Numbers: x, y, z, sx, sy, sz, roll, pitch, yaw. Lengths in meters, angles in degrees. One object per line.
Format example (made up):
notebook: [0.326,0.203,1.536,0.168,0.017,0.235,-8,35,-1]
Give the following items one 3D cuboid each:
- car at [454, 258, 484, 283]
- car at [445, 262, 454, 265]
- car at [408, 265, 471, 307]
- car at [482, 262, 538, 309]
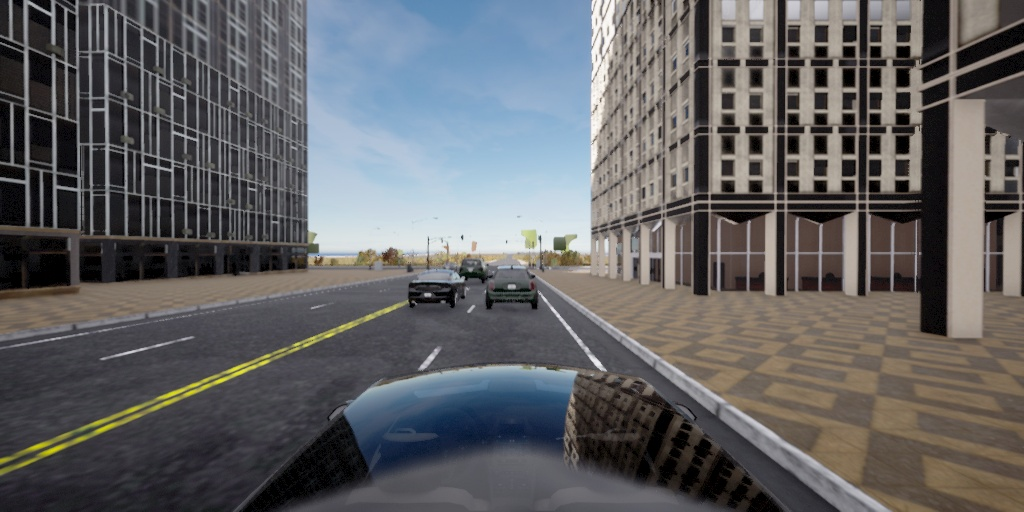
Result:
car: [-3.257,1.229,30.884,2.150,2.045,5.566,0,0,0]
car: [-9.769,1.714,56.291,2.128,1.511,4.902,0,-1,0]
car: [-3.248,1.362,16.323,1.882,1.535,5.008,0,0,0]
car: [-0.002,1.230,15.921,2.097,1.767,4.553,0,-1,0]
